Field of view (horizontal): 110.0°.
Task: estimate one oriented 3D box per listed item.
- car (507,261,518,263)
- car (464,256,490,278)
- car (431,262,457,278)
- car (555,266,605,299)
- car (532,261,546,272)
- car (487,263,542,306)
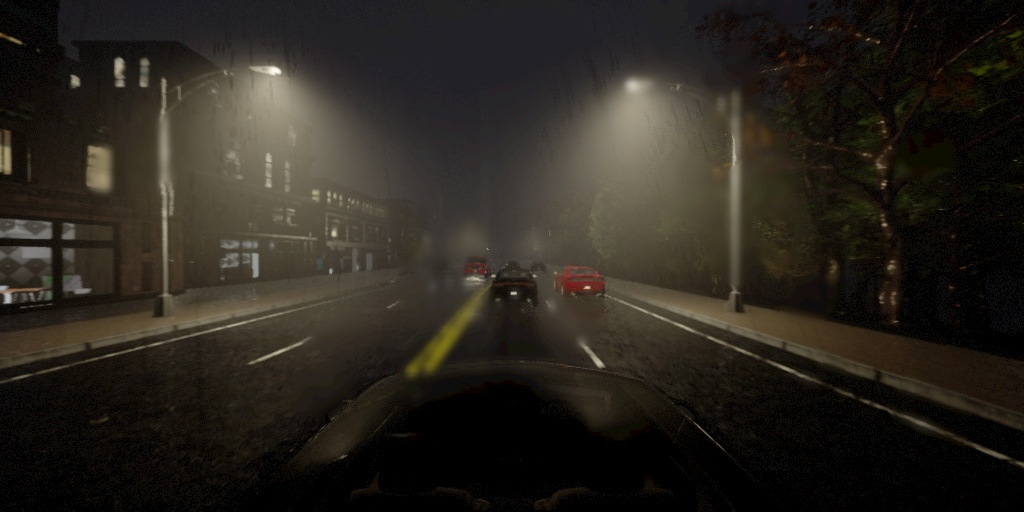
[{"bbox_3d":[0.111,1.355,46.313,1.837,1.490,4.892,0,0,0],"label":"car"},{"bbox_3d":[-3.327,1.051,35.464,2.150,2.045,5.566,0,0,0],"label":"car"},{"bbox_3d":[-6.578,1.332,35.189,1.837,1.490,4.892,0,0,0],"label":"car"},{"bbox_3d":[3.355,1.267,18.429,1.882,1.535,5.008,0,0,0],"label":"car"},{"bbox_3d":[3.362,1.342,46.769,2.128,1.511,4.902,0,0,0],"label":"car"},{"bbox_3d":[0.103,1.262,16.031,1.882,1.535,5.008,0,0,0],"label":"car"}]
